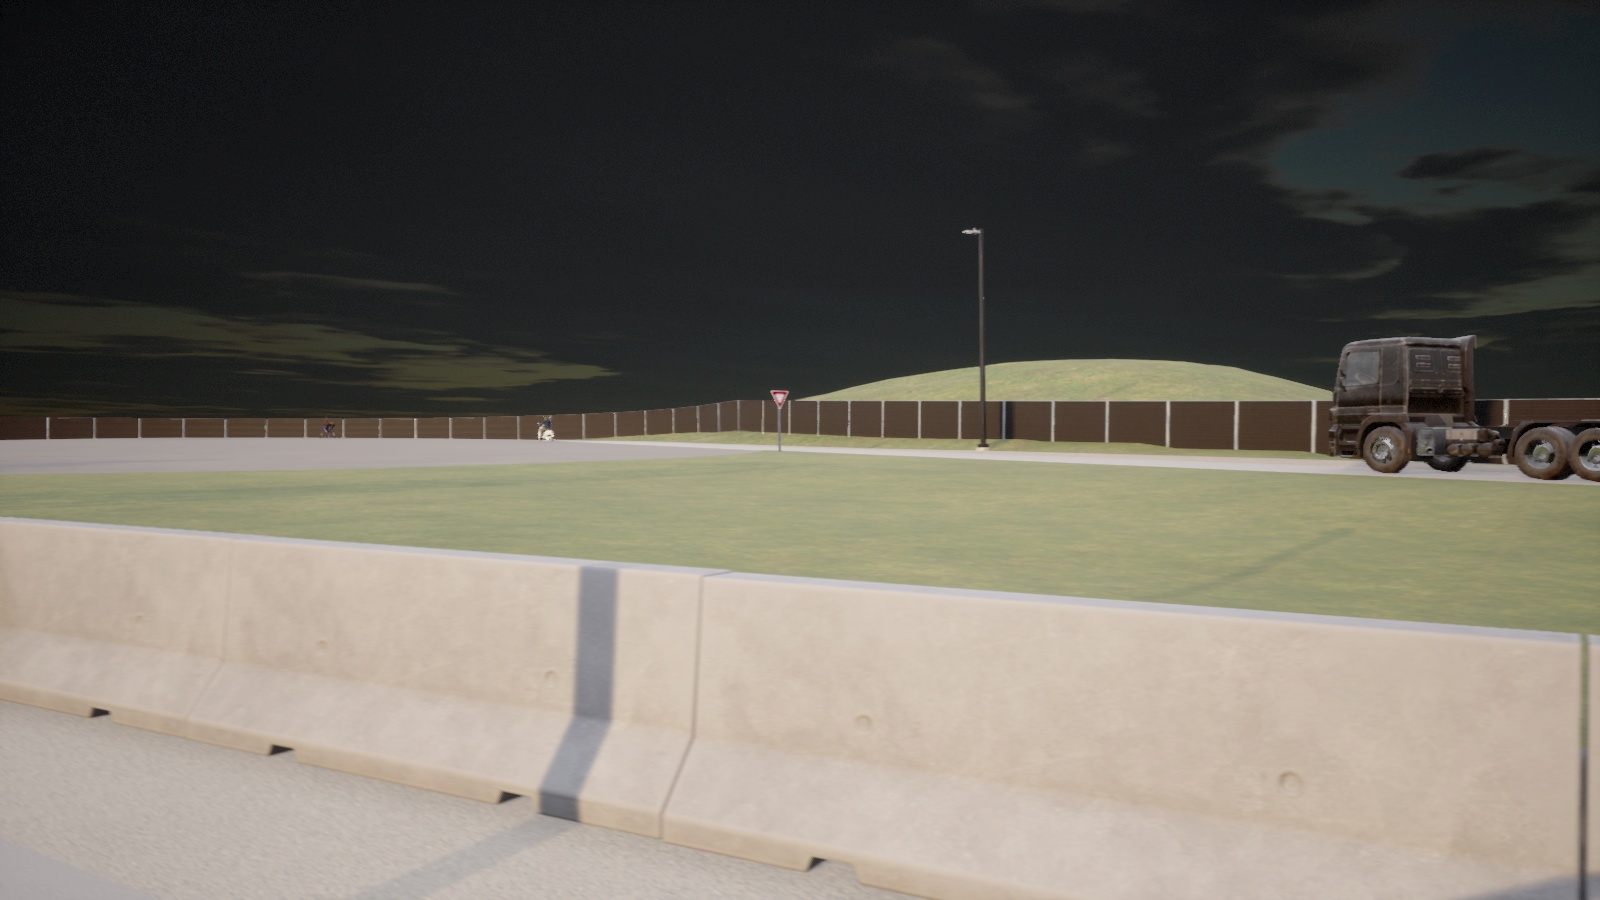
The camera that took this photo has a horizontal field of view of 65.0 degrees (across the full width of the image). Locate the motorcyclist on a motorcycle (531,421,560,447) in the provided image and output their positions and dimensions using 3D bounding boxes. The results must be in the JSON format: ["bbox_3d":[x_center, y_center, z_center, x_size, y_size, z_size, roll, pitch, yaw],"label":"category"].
[{"bbox_3d":[-15.826,-1.008,78.086,0.866,1.590,1.817,-3,2,-43],"label":"motorcyclist on a motorcycle"}]

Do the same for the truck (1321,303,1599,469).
[{"bbox_3d":[16.617,-1.407,29.532,2.891,3.462,7.936,-2,1,-29],"label":"truck"}]
